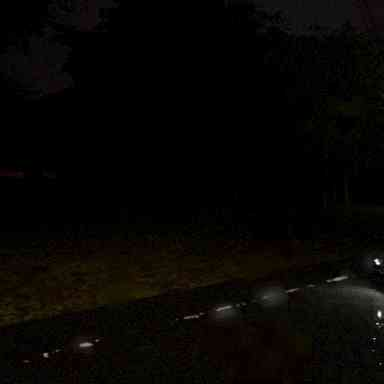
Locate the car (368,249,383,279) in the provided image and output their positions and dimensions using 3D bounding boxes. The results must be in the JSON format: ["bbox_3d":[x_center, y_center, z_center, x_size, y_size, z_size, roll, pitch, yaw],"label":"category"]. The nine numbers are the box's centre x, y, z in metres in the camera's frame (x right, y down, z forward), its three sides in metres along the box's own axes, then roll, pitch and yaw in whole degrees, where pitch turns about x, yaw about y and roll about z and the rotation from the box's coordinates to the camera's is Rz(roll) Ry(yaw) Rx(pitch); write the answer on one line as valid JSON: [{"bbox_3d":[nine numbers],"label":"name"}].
[{"bbox_3d":[6.954,1.613,8.964,5.357,1.411,2.033,0,0,-35],"label":"car"}]
